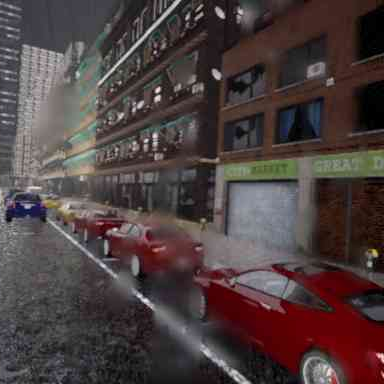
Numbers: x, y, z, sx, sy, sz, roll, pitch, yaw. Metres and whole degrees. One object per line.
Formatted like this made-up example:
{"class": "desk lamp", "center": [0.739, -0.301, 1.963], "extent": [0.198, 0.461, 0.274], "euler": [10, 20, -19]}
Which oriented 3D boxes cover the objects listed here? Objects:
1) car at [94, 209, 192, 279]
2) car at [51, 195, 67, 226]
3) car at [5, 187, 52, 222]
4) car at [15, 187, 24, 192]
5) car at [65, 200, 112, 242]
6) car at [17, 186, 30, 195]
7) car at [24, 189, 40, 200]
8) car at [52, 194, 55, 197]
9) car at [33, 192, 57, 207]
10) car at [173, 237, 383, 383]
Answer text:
{"class": "car", "center": [-1.303, 1.488, 9.881], "extent": [1.887, 1.381, 4.507], "euler": [4, 0, -30]}
{"class": "car", "center": [-7.015, 1.163, 19.913], "extent": [1.752, 1.417, 4.829], "euler": [4, 0, -30]}
{"class": "car", "center": [-10.301, 0.805, 20.629], "extent": [2.097, 1.767, 4.553], "euler": [3, 0, -29]}
{"class": "car", "center": [-43.533, -0.636, 84.014], "extent": [1.802, 1.307, 4.206], "euler": [4, 0, -30]}
{"class": "car", "center": [-4.117, 1.337, 14.823], "extent": [1.887, 1.381, 4.507], "euler": [4, 0, -30]}
{"class": "car", "center": [-35.077, -0.363, 69.187], "extent": [1.967, 1.590, 4.097], "euler": [4, 0, -30]}
{"class": "car", "center": [-23.905, 0.287, 49.566], "extent": [1.752, 1.417, 4.829], "euler": [4, 0, -30]}
{"class": "car", "center": [-12.644, 0.867, 29.796], "extent": [1.752, 1.417, 4.829], "euler": [4, 0, -30]}
{"class": "car", "center": [-15.379, 0.781, 34.590], "extent": [1.802, 1.307, 4.206], "euler": [4, 0, -30]}
{"class": "car", "center": [1.510, 1.677, 4.938], "extent": [1.802, 1.307, 4.206], "euler": [4, 0, -30]}
